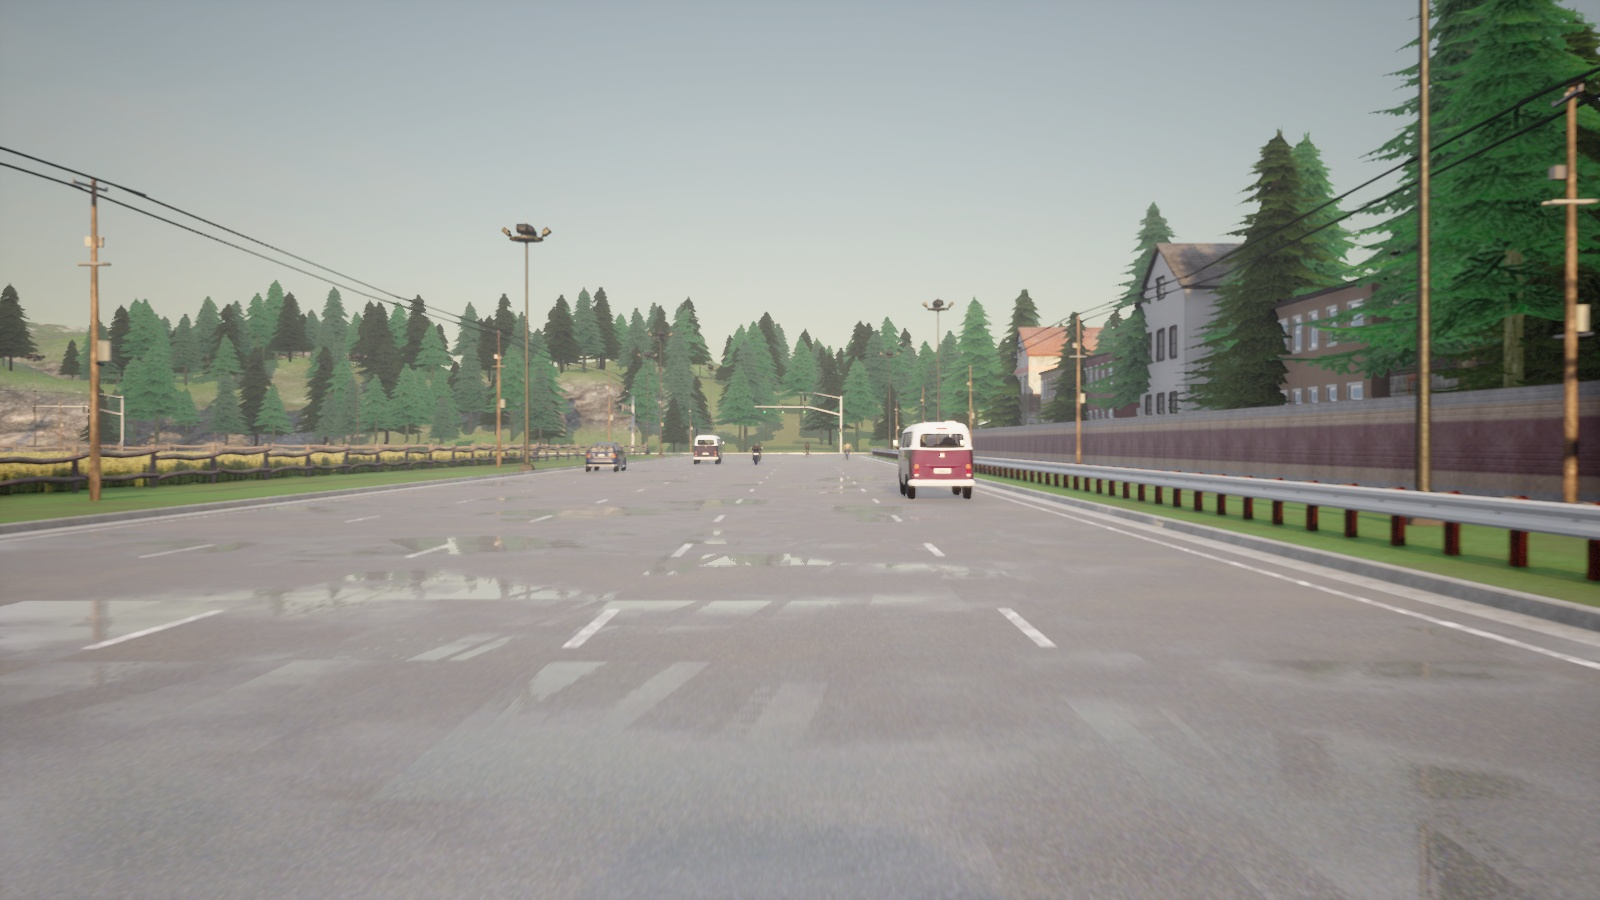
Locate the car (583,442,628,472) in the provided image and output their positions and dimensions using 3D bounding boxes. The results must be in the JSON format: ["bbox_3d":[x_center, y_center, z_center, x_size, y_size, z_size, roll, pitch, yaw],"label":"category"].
[{"bbox_3d":[-10.113,0.344,65.570,1.789,1.549,3.705,0,0,0],"label":"car"}]

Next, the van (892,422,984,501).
[{"bbox_3d":[3.712,0.276,34.627,2.069,2.038,4.480,0,0,0],"label":"van"}]

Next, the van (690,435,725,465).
[{"bbox_3d":[-6.483,-0.038,88.564,2.069,2.038,4.480,0,0,0],"label":"van"}]
